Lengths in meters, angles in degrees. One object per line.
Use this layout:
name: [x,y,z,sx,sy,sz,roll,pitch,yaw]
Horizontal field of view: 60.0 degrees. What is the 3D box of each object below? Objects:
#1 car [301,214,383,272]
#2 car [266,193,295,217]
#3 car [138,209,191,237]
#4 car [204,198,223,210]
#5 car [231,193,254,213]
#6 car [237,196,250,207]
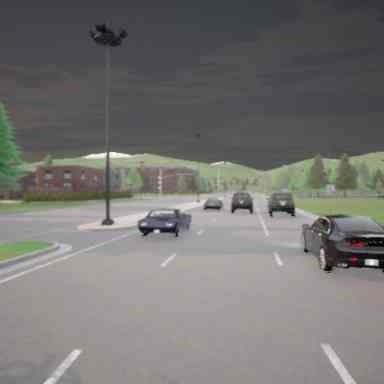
car: [4.745,1.465,10.541,1.837,1.490,4.892,0,0,8]
car: [8.051,1.099,30.393,2.150,2.045,5.566,0,0,10]
car: [-1.254,1.519,17.565,1.895,1.301,4.718,0,0,9]
car: [2.608,1.389,39.940,1.994,1.385,4.181,0,0,10]
car: [5.202,1.078,34.422,2.150,2.045,5.566,0,0,10]
car: [7.477,1.324,48.032,1.812,1.442,4.674,0,0,10]
